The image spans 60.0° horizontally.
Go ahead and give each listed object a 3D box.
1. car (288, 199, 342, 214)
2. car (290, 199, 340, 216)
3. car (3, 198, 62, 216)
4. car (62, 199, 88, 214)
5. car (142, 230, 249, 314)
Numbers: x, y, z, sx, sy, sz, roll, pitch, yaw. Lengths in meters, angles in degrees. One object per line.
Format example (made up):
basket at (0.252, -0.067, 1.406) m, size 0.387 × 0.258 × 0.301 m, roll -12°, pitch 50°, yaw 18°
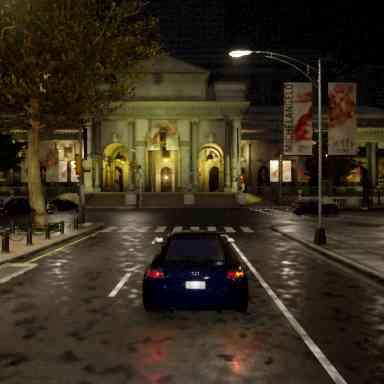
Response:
car at (12.909, 1.491, 35.058) m, size 4.902 × 1.511 × 2.128 m, roll 0°, pitch 0°, yaw 0°
car at (11.725, 1.564, 31.565) m, size 4.181 × 1.385 × 1.994 m, roll 0°, pitch 0°, yaw 0°
car at (-15.298, 1.351, 31.723) m, size 4.553 × 1.767 × 2.097 m, roll 0°, pitch 0°, yaw 0°
car at (-13.555, 1.504, 35.213) m, size 4.892 × 1.490 × 1.837 m, roll 0°, pitch 0°, yaw 0°
car at (0.076, 1.564, 7.717) m, size 1.994 × 1.385 × 4.181 m, roll 0°, pitch 0°, yaw 0°
